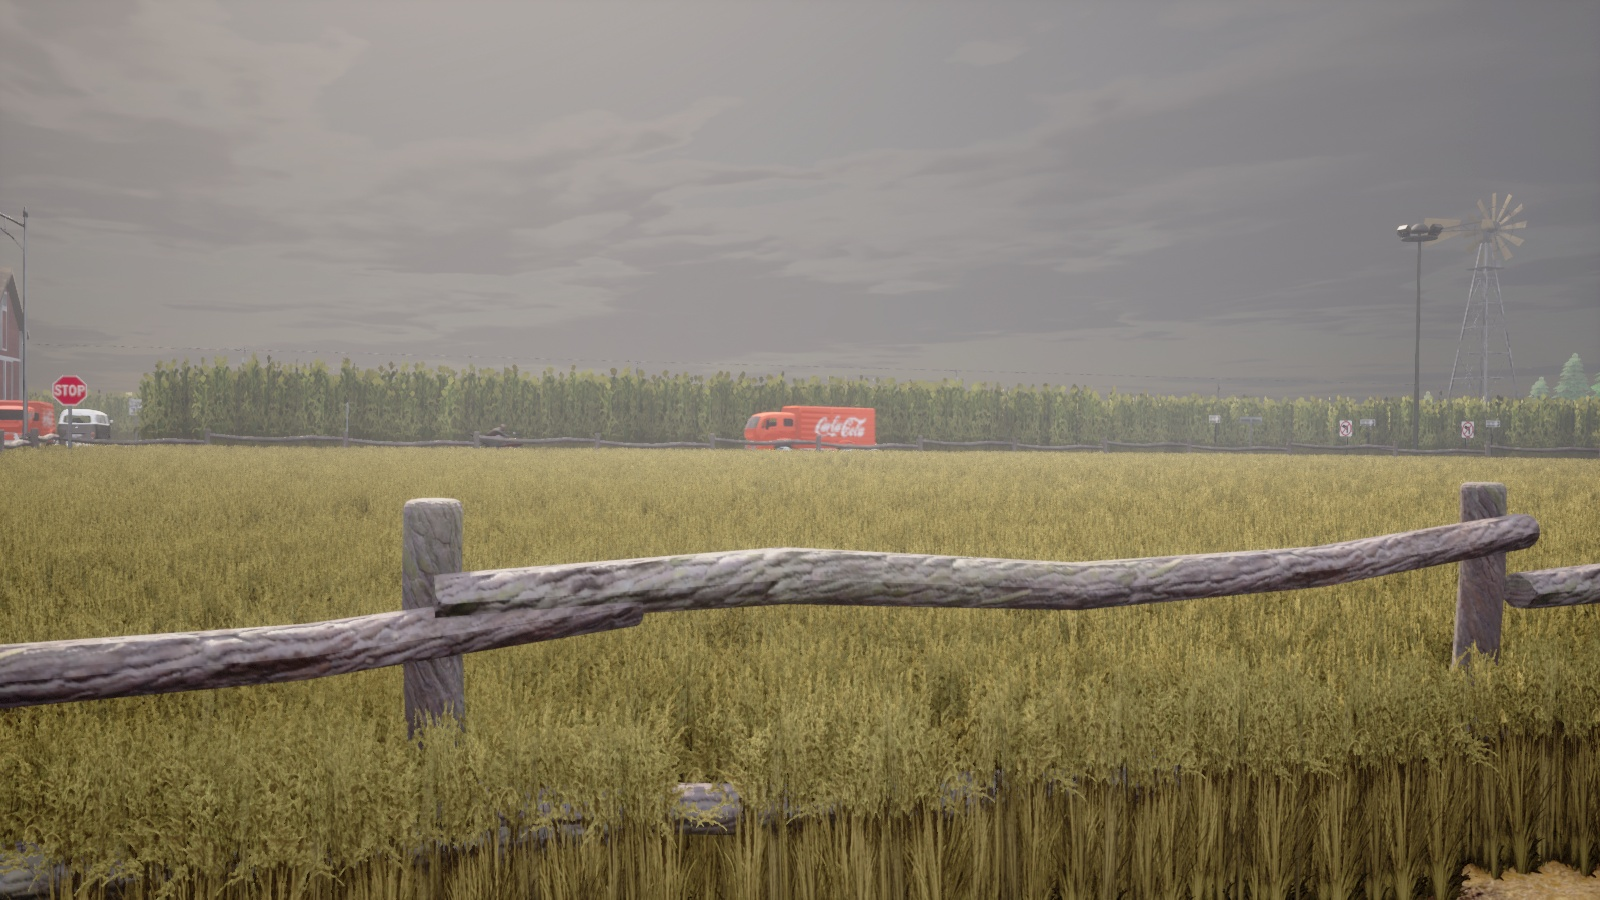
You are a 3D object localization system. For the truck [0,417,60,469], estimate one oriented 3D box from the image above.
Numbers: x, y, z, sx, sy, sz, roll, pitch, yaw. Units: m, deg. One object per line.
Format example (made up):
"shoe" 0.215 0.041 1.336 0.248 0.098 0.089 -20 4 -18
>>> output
"truck" -38.735 -0.357 62.259 2.627 2.467 5.204 -1 0 -21

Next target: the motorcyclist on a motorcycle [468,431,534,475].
"motorcyclist on a motorcycle" -10.650 0.085 44.711 2.191 1.530 0.866 0 1 -20

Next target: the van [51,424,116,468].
"van" -35.348 -0.196 62.076 2.069 2.038 4.480 -1 0 -21

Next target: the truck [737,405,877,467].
"truck" 0.266 -0.584 52.091 5.204 2.467 2.627 -1 1 -20
